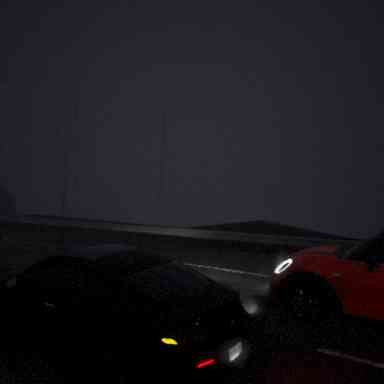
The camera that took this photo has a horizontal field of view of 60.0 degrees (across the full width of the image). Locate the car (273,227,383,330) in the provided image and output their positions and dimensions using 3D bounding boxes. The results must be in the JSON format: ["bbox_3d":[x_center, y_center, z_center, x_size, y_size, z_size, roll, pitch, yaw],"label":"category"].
[{"bbox_3d":[3.639,1.342,5.562,4.553,1.767,2.097,0,0,35],"label":"car"}]

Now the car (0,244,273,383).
[{"bbox_3d":[-1.439,1.519,4.837,4.674,1.442,1.812,0,0,34],"label":"car"}]
